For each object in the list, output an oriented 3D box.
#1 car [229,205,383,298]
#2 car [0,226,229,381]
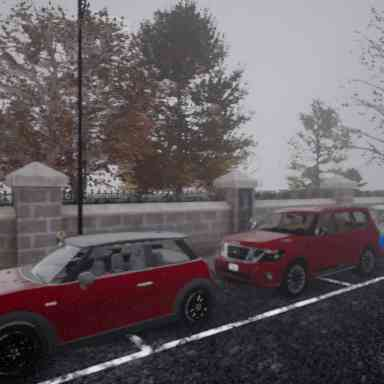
[{"bbox_3d":[2.950,1.304,8.666,5.009,1.841,2.192,0,0,-36],"label":"car"},{"bbox_3d":[-1.633,1.437,5.394,4.097,1.590,1.967,0,0,-36],"label":"car"}]
